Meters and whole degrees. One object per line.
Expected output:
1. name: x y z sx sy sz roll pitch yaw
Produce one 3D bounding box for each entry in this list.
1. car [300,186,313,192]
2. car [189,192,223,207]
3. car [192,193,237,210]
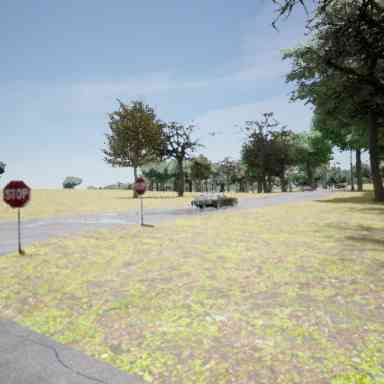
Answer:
1. car: 27.103 -0.679 78.595 1.994 1.385 4.181 -3 1 34
2. car: 1.852 0.902 41.707 1.837 1.490 4.892 -3 0 34
3. car: 2.272 0.879 29.944 1.895 1.301 4.718 -3 0 34
